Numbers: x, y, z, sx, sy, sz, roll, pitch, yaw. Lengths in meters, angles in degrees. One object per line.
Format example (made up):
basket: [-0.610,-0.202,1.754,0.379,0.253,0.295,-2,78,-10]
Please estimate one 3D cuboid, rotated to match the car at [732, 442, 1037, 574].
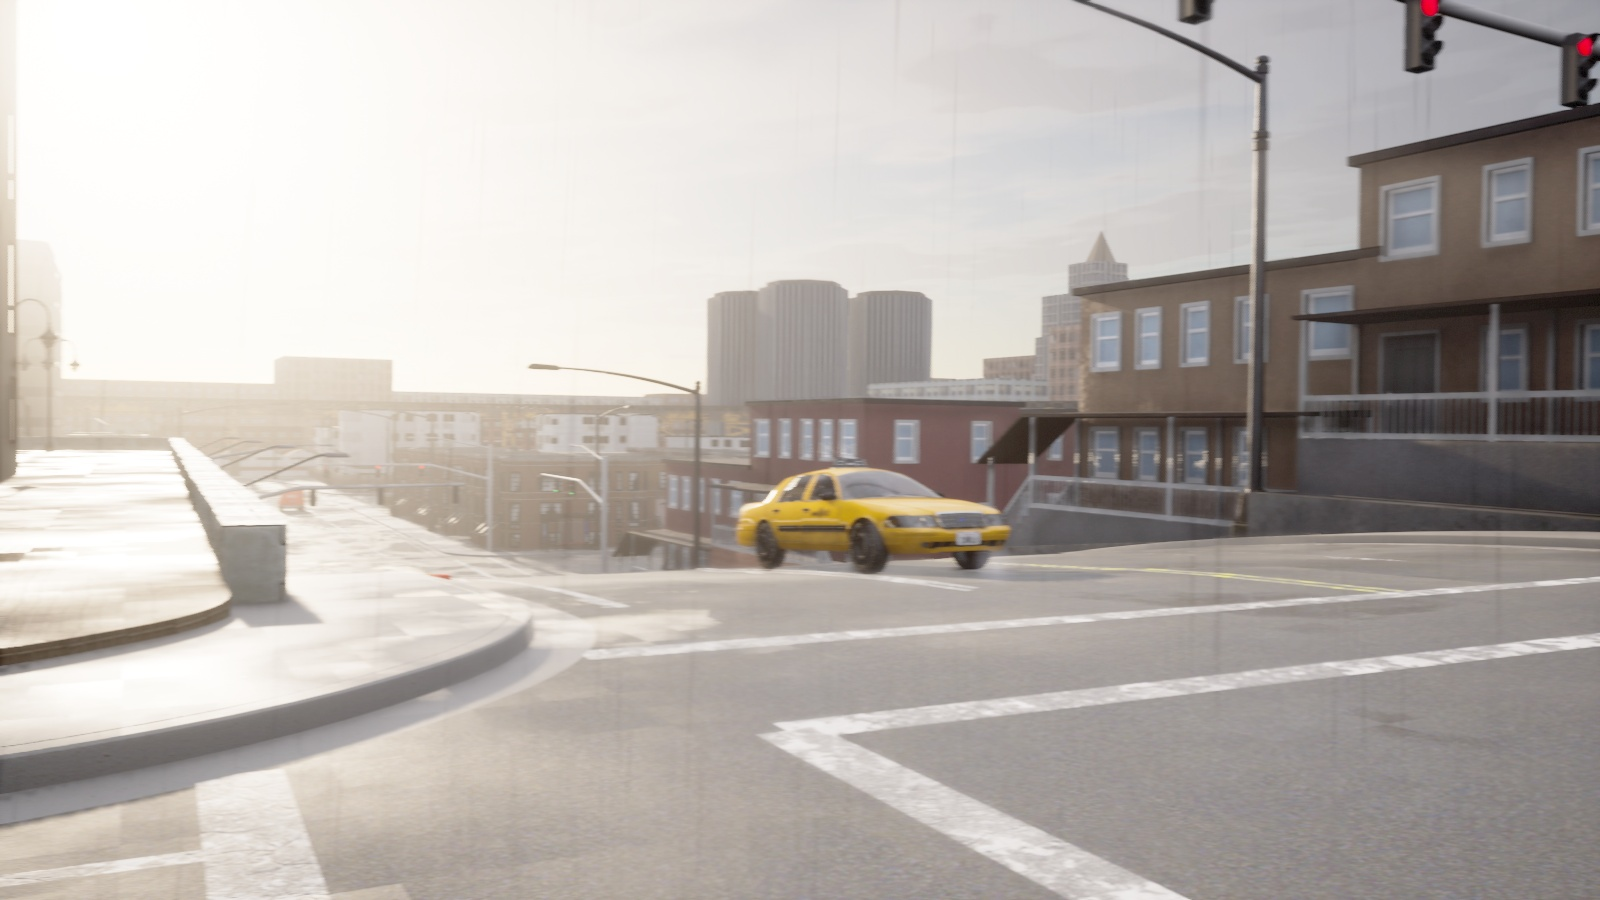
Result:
car: [0.963,0.868,17.948,1.801,1.575,5.366,-1,-3,-27]
